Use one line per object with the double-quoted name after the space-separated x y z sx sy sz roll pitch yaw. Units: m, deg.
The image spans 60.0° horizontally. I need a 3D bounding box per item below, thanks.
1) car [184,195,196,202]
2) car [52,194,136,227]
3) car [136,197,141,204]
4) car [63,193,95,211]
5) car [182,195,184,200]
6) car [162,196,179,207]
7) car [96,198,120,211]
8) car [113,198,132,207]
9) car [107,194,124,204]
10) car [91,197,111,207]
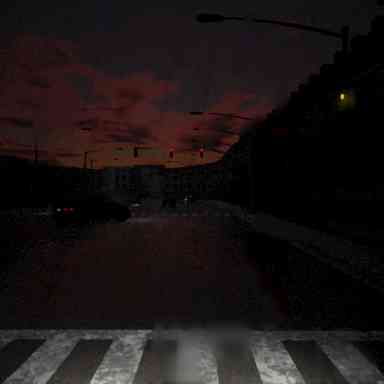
-0.113 1.518 73.392 2.128 1.511 4.902 0 0 -3 "car"
-6.931 1.221 23.403 2.150 2.045 5.566 1 0 36 "car"
-10.625 1.547 61.743 2.033 1.411 5.357 0 0 0 "car"
-14.132 1.221 42.089 2.150 2.045 5.566 0 0 1 "car"
-1.379 1.390 83.471 2.128 1.511 4.902 0 0 -17 "car"
-3.470 1.505 51.056 1.837 1.490 4.892 0 0 0 "car"
-10.628 1.526 42.296 1.812 1.442 4.674 0 0 0 "car"
-10.631 1.601 51.401 1.895 1.301 4.718 0 0 0 "car"
-14.125 1.352 61.871 2.097 1.767 4.553 0 0 0 "car"
-14.133 1.505 51.898 1.837 1.490 4.892 0 0 0 "car"
